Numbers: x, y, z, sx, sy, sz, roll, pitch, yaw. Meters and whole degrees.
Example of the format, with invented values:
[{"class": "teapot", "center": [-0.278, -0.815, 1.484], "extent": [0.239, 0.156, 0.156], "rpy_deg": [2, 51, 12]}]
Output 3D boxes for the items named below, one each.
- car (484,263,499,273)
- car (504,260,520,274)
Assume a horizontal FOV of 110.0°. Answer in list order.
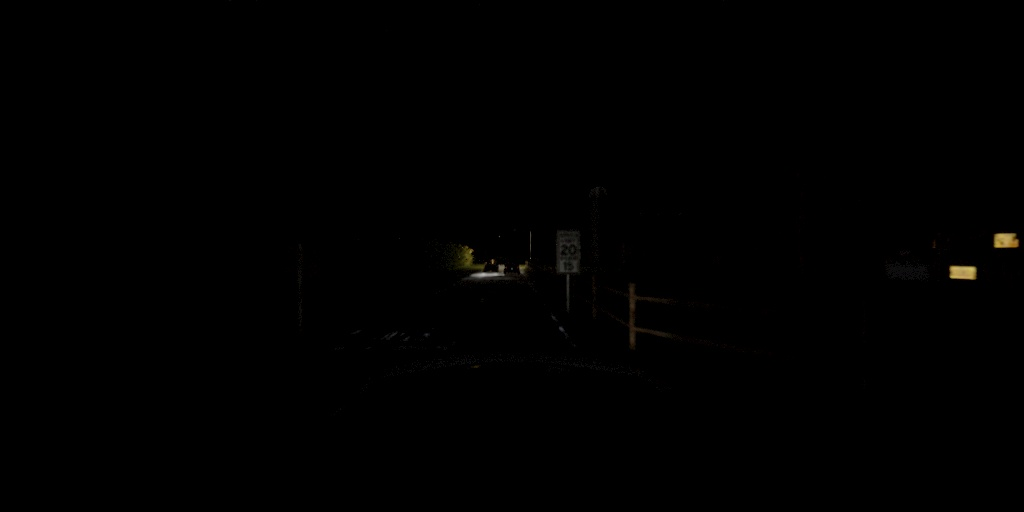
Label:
[{"class": "car", "center": [-2.758, 1.529, 48.139], "extent": [1.895, 1.301, 4.718], "rpy_deg": [0, 0, 0]}, {"class": "car", "center": [-0.007, 1.472, 43.509], "extent": [1.994, 1.385, 4.181], "rpy_deg": [0, 0, 0]}]
